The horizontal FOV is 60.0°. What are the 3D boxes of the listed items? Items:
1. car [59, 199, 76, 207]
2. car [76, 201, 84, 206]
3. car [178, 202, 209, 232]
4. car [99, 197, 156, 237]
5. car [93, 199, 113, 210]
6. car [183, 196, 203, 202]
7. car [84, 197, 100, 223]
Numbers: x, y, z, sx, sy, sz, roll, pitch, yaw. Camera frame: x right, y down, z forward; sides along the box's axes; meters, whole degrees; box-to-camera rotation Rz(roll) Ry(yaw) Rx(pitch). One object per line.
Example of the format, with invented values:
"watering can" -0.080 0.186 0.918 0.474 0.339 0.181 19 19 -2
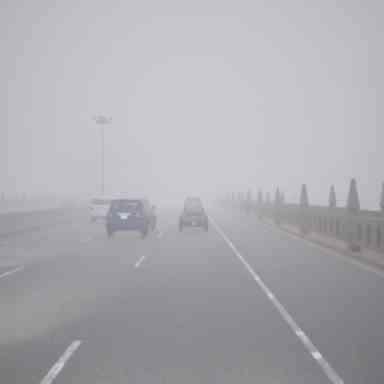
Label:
"car" -21.093 1.976 57.105 1.882 1.535 5.008 0 0 -1
"car" -17.594 2.087 57.170 2.033 1.411 5.357 0 0 -1
"car" 0.097 1.670 21.821 2.128 1.511 4.902 0 0 0
"car" -3.402 1.379 19.305 2.150 2.045 5.566 0 0 0
"car" -14.038 1.944 52.604 1.837 1.490 4.892 0 -1 0
"car" 0.099 1.557 40.672 2.150 2.045 5.566 0 0 0
"car" -6.905 1.451 27.911 2.150 2.045 5.566 0 0 0
